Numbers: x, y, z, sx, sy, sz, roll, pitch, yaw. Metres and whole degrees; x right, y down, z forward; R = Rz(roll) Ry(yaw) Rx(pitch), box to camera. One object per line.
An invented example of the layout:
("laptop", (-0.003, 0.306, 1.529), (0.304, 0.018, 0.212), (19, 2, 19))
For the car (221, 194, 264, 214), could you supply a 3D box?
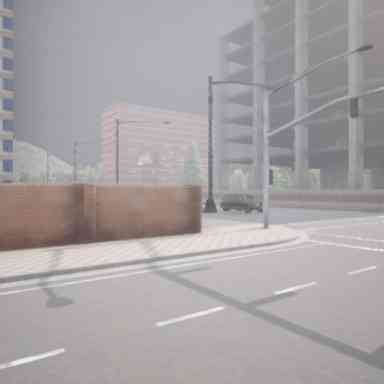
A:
("car", (5.436, 1.189, 35.548), (2.150, 2.045, 5.566), (0, 0, -35))
